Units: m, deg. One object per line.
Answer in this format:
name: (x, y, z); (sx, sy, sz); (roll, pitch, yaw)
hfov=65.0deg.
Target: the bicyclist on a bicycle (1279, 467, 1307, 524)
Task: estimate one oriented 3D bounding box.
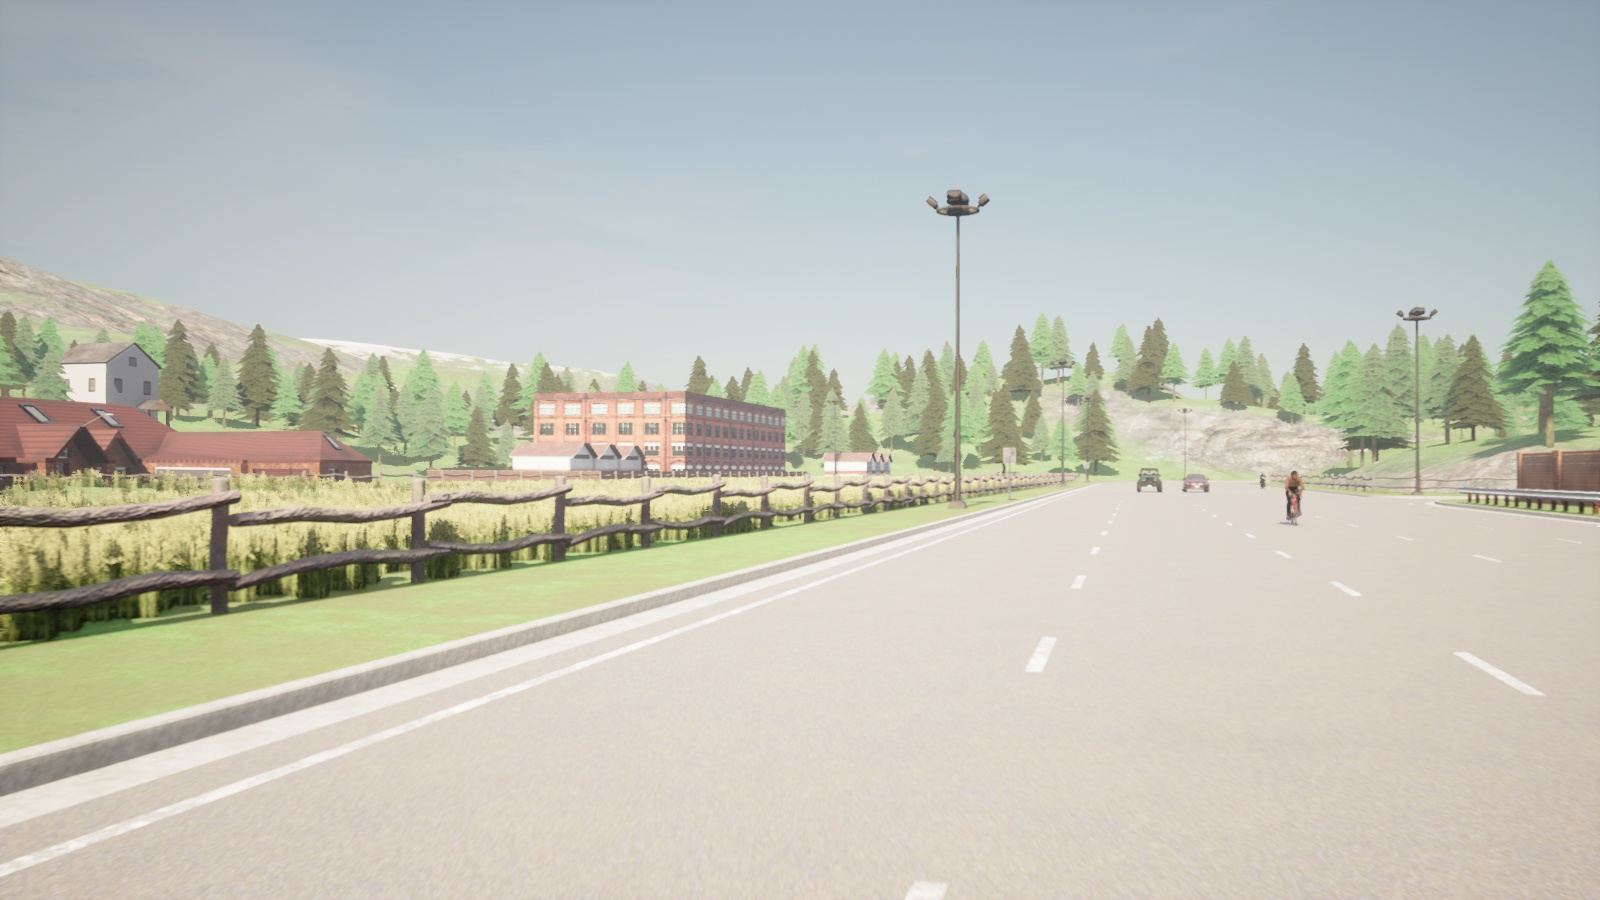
bicyclist on a bicycle: (14.462, 1.306, 36.870); (0.582, 1.620, 1.656); (-1, -1, 15)
